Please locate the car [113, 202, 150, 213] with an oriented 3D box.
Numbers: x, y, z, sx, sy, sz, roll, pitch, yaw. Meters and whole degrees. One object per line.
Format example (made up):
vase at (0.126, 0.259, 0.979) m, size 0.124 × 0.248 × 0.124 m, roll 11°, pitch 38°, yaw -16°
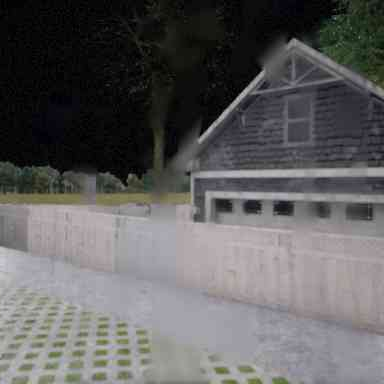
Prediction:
car at (-5.388, 1.575, 30.390) m, size 1.994 × 1.385 × 4.181 m, roll 1°, pitch 0°, yaw 35°
